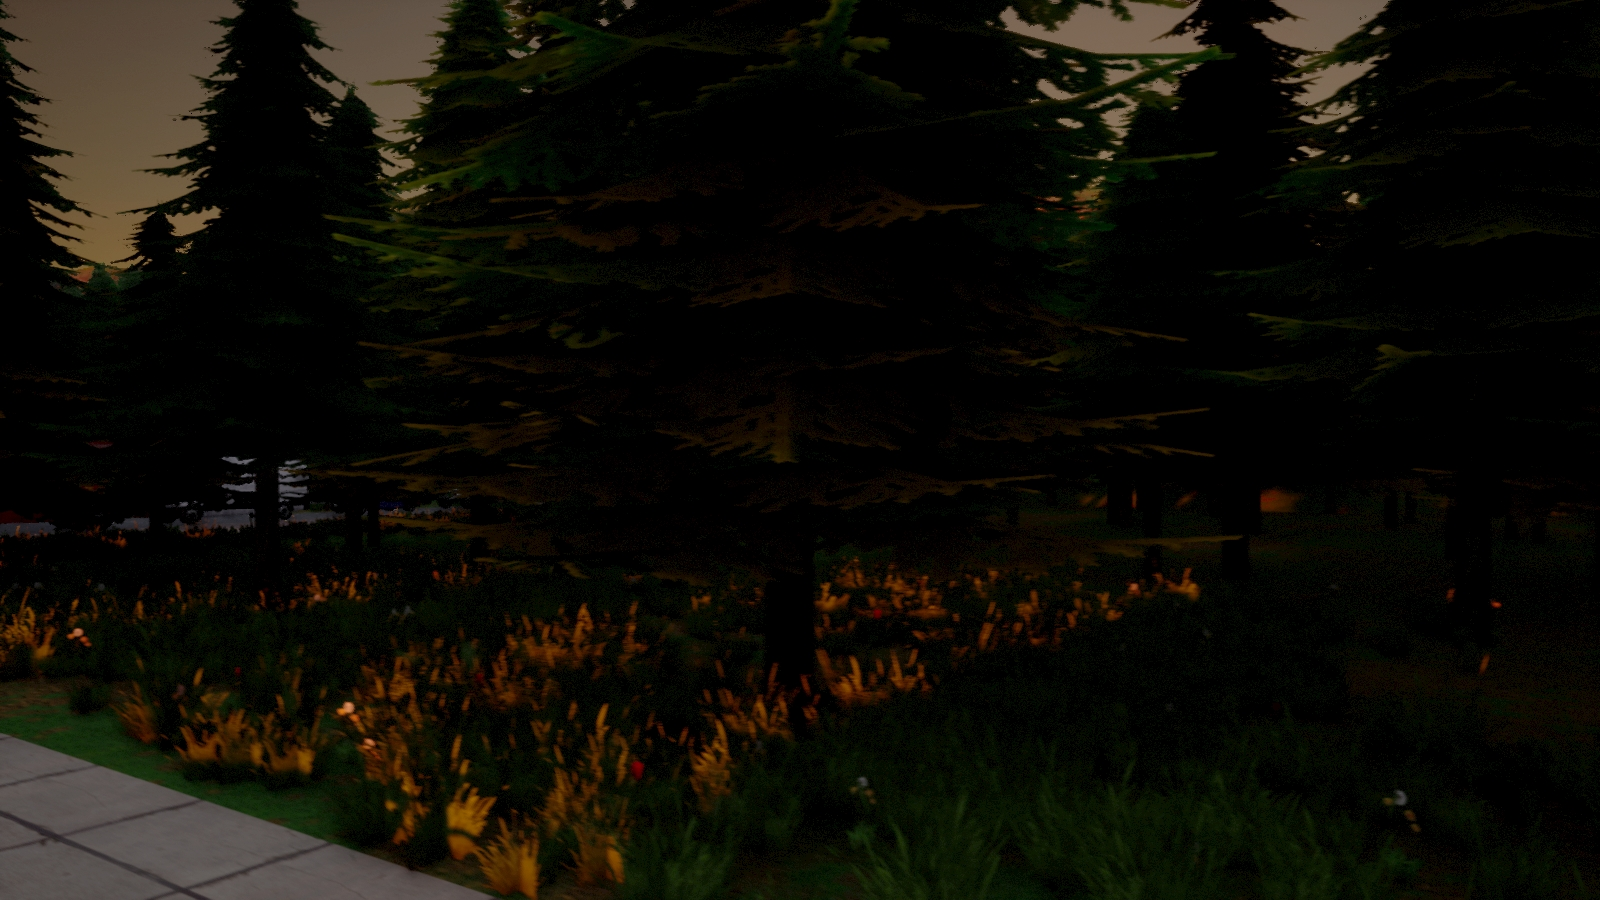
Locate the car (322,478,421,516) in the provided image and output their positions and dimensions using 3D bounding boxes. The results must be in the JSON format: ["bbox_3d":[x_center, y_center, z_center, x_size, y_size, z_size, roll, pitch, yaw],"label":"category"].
[{"bbox_3d":[-18.671,2.011,49.926,1.845,1.501,3.633,0,0,34],"label":"car"}]
